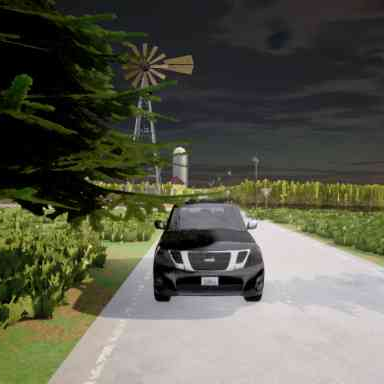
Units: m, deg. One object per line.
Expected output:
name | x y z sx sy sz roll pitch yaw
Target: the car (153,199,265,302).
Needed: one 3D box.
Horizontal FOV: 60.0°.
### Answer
car | 0.330 1.221 8.638 2.150 2.045 5.566 0 0 0
